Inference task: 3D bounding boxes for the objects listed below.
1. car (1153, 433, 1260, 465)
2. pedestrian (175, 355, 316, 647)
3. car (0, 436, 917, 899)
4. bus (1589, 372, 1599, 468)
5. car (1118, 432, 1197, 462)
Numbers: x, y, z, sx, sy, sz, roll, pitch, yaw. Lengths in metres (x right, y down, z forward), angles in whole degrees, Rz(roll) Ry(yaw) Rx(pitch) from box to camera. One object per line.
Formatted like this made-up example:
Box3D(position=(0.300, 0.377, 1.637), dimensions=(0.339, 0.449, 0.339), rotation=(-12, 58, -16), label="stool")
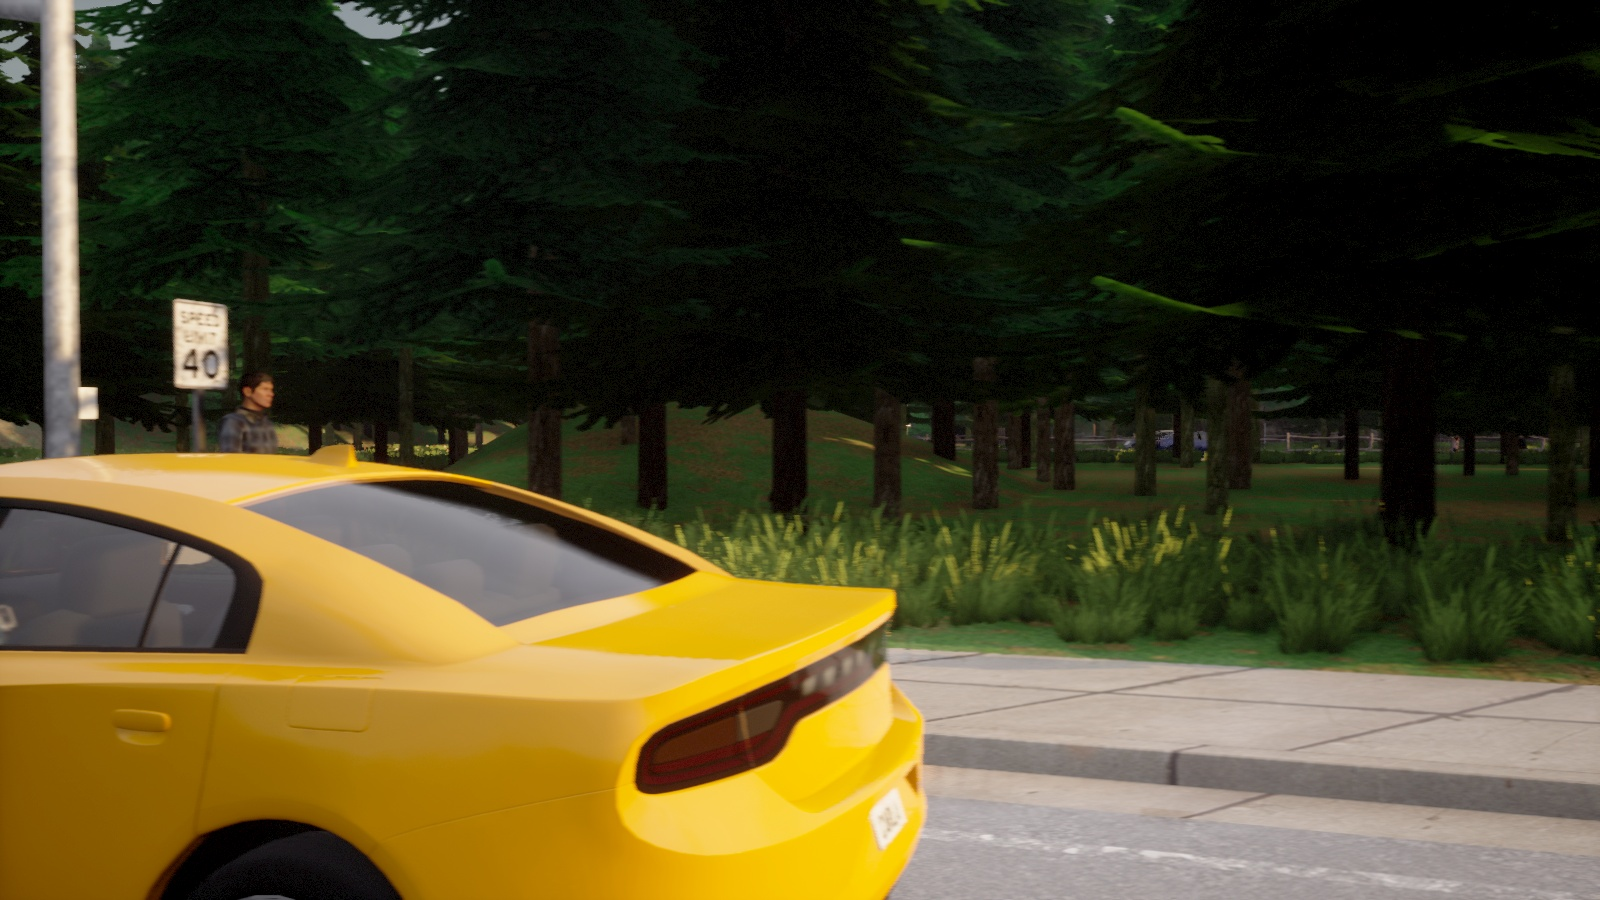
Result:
Box3D(position=(19.503, -0.066, 60.304), dimensions=(4.792, 1.488, 2.163), rotation=(1, 1, 19), label="car")
Box3D(position=(-3.818, 0.336, 8.663), dimensions=(0.788, 1.949, 0.423), rotation=(0, 1, 13), label="pedestrian")
Box3D(position=(-2.299, 0.732, 3.968), dimensions=(5.008, 1.535, 1.882), rotation=(1, 1, 19), label="car")
Box3D(position=(40.046, -1.259, 53.433), dimensions=(10.273, 4.253, 3.944), rotation=(1, 1, 20), label="bus")
Box3D(position=(18.336, -0.170, 64.386), dimensions=(3.806, 1.475, 1.970), rotation=(1, 1, 19), label="car")
